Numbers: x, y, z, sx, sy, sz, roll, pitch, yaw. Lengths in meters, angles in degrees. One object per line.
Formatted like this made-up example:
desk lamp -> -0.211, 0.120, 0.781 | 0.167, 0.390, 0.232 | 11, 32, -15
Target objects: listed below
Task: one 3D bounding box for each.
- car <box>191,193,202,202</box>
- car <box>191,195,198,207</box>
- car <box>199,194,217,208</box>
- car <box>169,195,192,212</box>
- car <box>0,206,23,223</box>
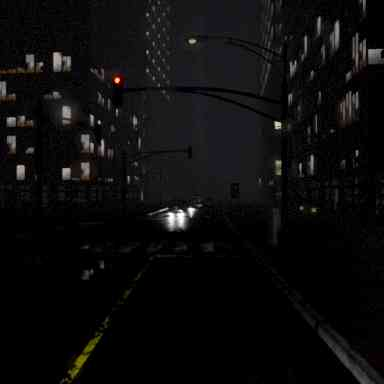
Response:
car -> 0.795, 1.150, 61.282 | 2.150, 2.045, 5.566 | 0, 0, 7
car -> -0.628, 1.557, 48.784 | 1.895, 1.301, 4.718 | 0, 0, 6
car -> 2.454, 1.434, 47.435 | 1.882, 1.535, 5.008 | 0, 0, 5
car -> -1.530, 1.464, 38.530 | 2.128, 1.511, 4.902 | 0, 0, 5
car -> -16.549, 1.854, 27.985 | 4.403, 1.369, 2.008 | -1, 1, 10
